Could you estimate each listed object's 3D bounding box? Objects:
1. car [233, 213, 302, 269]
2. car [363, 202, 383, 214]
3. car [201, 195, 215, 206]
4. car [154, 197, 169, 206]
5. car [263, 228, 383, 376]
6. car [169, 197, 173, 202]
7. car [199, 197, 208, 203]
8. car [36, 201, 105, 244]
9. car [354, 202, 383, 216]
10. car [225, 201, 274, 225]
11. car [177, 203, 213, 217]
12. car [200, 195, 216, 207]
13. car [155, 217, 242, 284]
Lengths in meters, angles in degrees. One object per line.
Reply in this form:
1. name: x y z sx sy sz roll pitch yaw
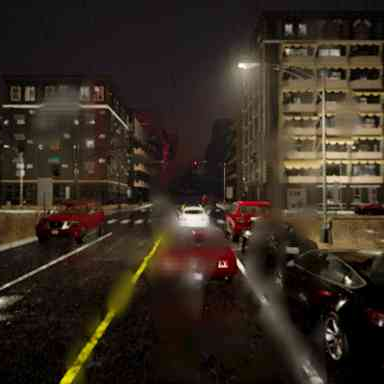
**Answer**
1. car: 2.704 1.604 11.022 1.947 1.339 4.313 1 0 0
2. car: 22.800 1.863 39.208 4.313 1.339 1.947 0 -1 0
3. car: 2.833 1.526 60.233 2.192 1.841 5.009 1 0 0
4. car: -5.795 1.762 60.168 2.008 1.369 4.403 1 0 0
5. car: 2.704 1.586 5.583 1.947 1.339 4.313 1 0 0
6. car: -5.671 1.817 82.782 1.752 1.417 4.829 1 0 0
7. car: 2.709 1.838 77.316 1.947 1.339 4.313 1 0 0
8. car: -5.744 1.372 16.453 2.192 1.841 5.009 1 0 0
9. car: 17.285 1.675 30.818 4.206 1.307 1.802 0 -1 0
10. car: 2.782 1.372 16.459 2.192 1.841 5.009 1 0 0
11. car: 0.105 1.595 19.931 1.812 1.442 4.674 0 0 0
12. car: 2.841 1.506 54.533 2.192 1.841 5.009 1 0 0
13. car: 0.101 1.635 9.682 1.895 1.301 4.718 0 0 0
